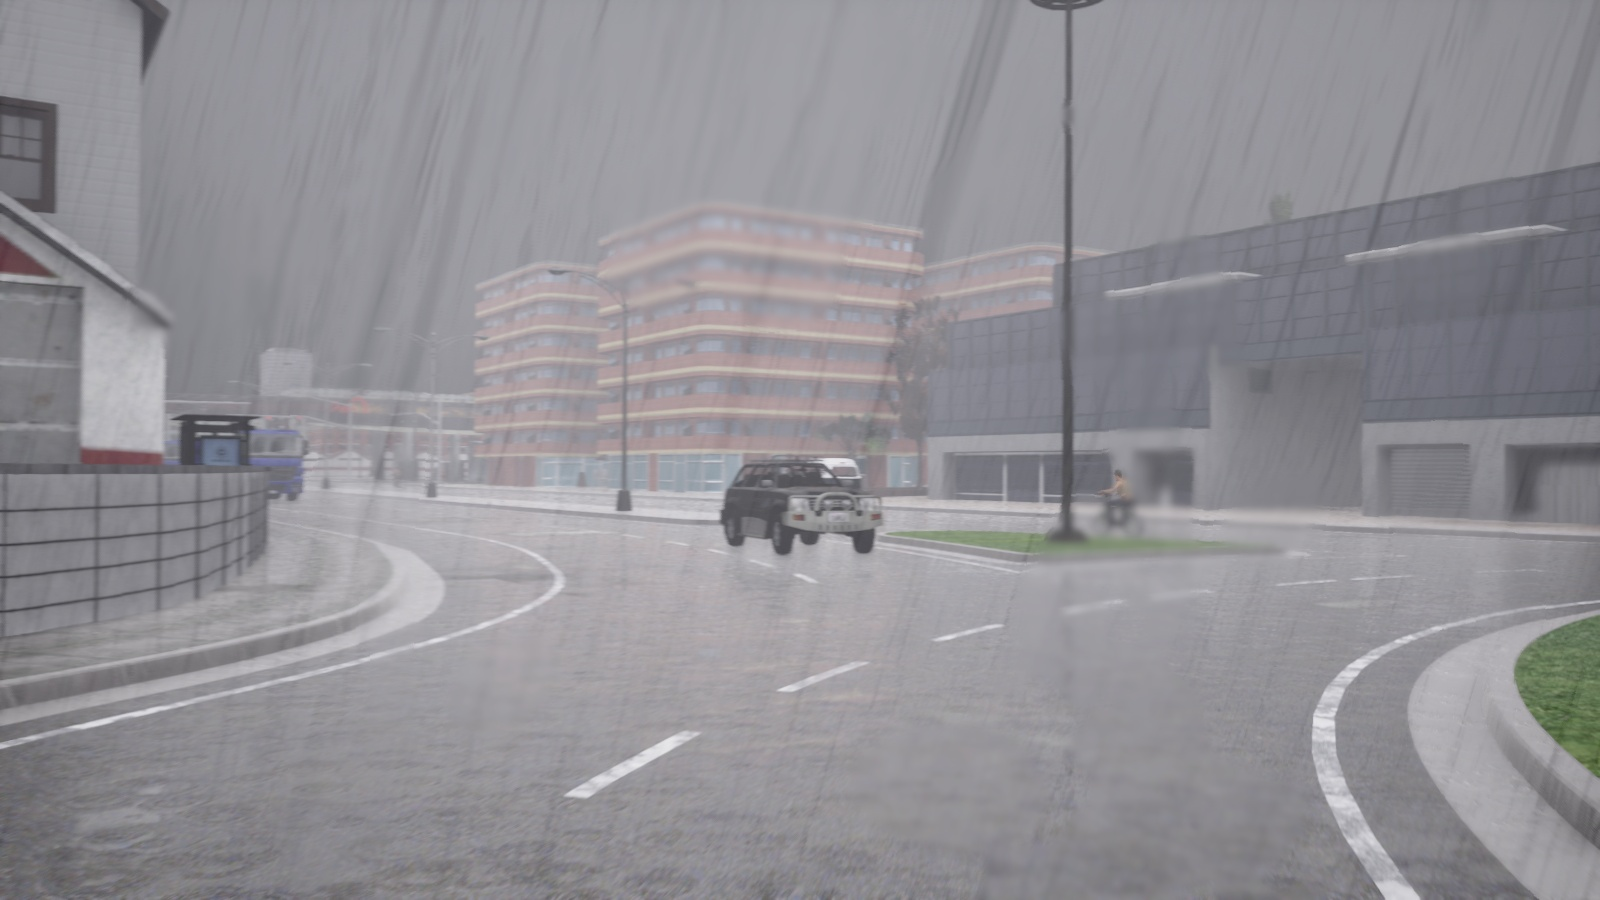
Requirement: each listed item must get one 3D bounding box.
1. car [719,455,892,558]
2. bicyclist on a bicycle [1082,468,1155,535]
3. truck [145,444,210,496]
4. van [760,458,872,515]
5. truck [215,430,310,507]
[{"bbox_3d":[-0.016,1.050,24.934,1.932,1.855,4.605,0,-1,-21],"label":"car"},{"bbox_3d":[7.845,1.258,30.958,0.866,1.612,1.509,1,-2,-40],"label":"bicyclist on a bicycle"},{"bbox_3d":[-43.328,1.374,87.220,2.891,3.462,7.936,0,-1,-35],"label":"truck"},{"bbox_3d":[0.558,1.333,47.381,2.069,2.038,4.480,1,-1,-33],"label":"van"},{"bbox_3d":[-26.119,0.899,60.772,2.891,3.462,7.936,1,-1,-33],"label":"truck"}]
